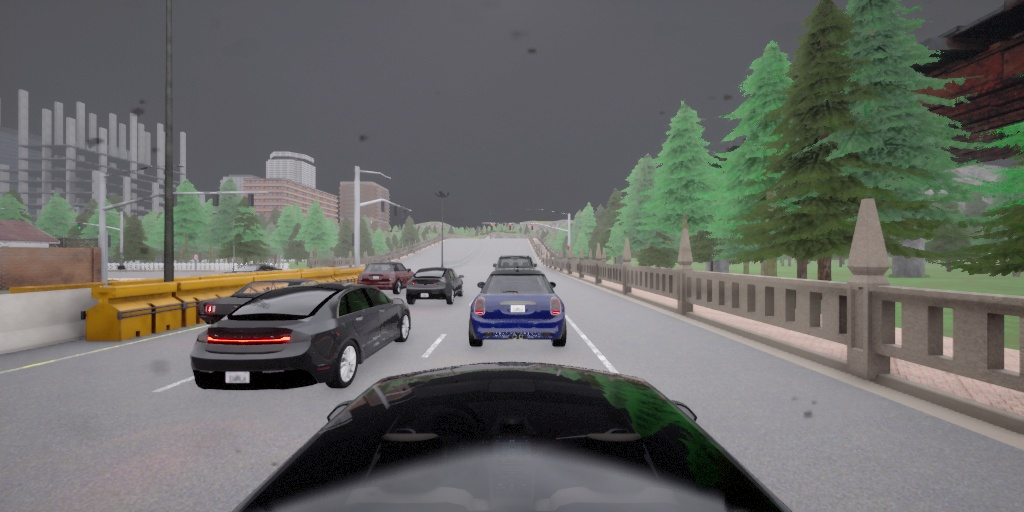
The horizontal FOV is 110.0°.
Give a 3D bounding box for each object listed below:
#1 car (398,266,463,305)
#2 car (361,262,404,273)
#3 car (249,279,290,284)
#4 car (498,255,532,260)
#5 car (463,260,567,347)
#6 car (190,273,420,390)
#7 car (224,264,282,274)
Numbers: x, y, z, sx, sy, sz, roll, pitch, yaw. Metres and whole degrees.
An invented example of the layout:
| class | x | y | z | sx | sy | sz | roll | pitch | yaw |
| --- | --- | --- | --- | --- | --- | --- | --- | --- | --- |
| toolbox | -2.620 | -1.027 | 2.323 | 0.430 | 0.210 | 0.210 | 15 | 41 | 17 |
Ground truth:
| class | x | y | z | sx | sy | sz | roll | pitch | yaw |
| --- | --- | --- | --- | --- | --- | --- | --- | --- | --- |
| car | -3.349 | 1.259 | 16.182 | 1.837 | 1.490 | 4.892 | 0 | 0 | 0 |
| car | -6.883 | 1.107 | 20.170 | 2.097 | 1.767 | 4.553 | 0 | 0 | -1 |
| car | -6.865 | 1.353 | 11.177 | 1.895 | 1.301 | 4.718 | 0 | 0 | 0 |
| car | 0.160 | 0.977 | 18.991 | 2.150 | 2.045 | 5.566 | 0 | 0 | 0 |
| car | 0.125 | 1.104 | 9.501 | 2.097 | 1.767 | 4.553 | 0 | 0 | 0 |
| car | -3.384 | 1.256 | 6.861 | 1.837 | 1.490 | 4.892 | 0 | 0 | 0 |
| car | -17.421 | 1.286 | 24.152 | 1.812 | 1.442 | 4.674 | 0 | 0 | 0 |
